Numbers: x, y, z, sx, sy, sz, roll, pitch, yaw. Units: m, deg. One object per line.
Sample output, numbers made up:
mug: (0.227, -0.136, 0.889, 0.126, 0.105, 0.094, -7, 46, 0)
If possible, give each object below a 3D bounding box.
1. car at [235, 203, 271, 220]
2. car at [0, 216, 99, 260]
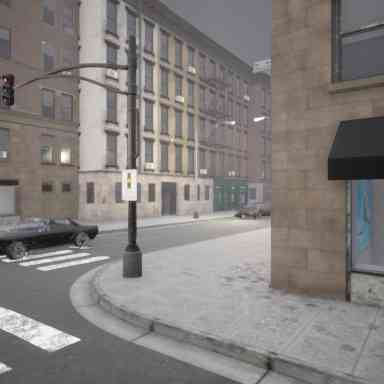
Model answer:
car: (5.887, 1.702, 30.427, 2.033, 1.411, 5.357, 0, 0, 35)
car: (-5.906, 1.641, 12.838, 1.895, 1.301, 4.718, 0, 0, 26)
